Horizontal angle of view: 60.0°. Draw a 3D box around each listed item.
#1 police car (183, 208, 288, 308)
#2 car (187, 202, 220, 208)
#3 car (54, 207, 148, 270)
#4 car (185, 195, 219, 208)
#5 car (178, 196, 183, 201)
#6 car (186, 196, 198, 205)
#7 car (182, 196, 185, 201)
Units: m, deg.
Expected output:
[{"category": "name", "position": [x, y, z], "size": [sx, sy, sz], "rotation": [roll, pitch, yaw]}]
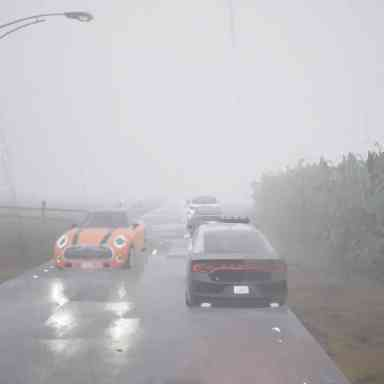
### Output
[{"category": "police car", "position": [0.818, 1.420, 8.120], "size": [1.930, 1.638, 5.238], "rotation": [0, 0, 0]}, {"category": "car", "position": [0.811, 1.490, 18.010], "size": [1.837, 1.490, 4.892], "rotation": [0, 0, 0]}, {"category": "car", "position": [-2.759, 1.345, 10.995], "size": [2.097, 1.767, 4.553], "rotation": [0, 0, 0]}, {"category": "car", "position": [0.805, 1.197, 24.039], "size": [2.150, 2.045, 5.566], "rotation": [0, 0, 0]}, {"category": "car", "position": [-2.812, 1.717, 88.399], "size": [1.895, 1.301, 4.718], "rotation": [0, -1, 0]}, {"category": "car", "position": [-0.042, 1.452, 59.811], "size": [2.128, 1.511, 4.902], "rotation": [0, 0, 0]}, {"category": "car", "position": [0.008, 1.420, 46.365], "size": [1.882, 1.535, 5.008], "rotation": [0, 0, 1]}]
